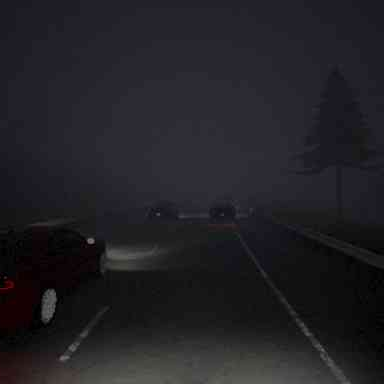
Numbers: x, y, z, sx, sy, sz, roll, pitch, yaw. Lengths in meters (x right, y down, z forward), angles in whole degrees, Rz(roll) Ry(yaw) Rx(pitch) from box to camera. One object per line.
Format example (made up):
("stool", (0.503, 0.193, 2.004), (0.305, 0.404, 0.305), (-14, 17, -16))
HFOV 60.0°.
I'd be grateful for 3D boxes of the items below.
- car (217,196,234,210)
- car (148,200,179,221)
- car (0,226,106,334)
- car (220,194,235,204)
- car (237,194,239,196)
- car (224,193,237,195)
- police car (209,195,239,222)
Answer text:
("car", (4.155, 1.259, 40.251), (1.837, 1.490, 4.892), (0, 0, 9))
("car", (-2.100, 1.367, 25.281), (1.812, 1.442, 4.674), (0, 0, 5))
("car", (-3.235, 1.431, 6.870), (1.882, 1.535, 5.008), (0, 0, 2))
("car", (6.126, 1.141, 57.494), (2.128, 1.511, 4.902), (0, 0, 11))
("car", (9.195, 0.917, 72.868), (1.882, 1.535, 5.008), (0, 0, 11))
("car", (3.340, 1.141, 34.409), (2.097, 1.767, 4.553), (0, 0, 7))
("police car", (2.272, 1.273, 24.829), (1.930, 1.638, 5.238), (0, 0, 5))
